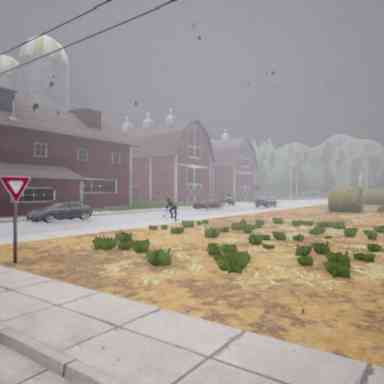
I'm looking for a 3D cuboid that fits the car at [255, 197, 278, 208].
[{"bbox_3d":[10.731,1.472,47.778,1.837,1.490,4.892,0,0,35],"label":"car"}]

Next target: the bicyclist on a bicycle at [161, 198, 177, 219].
[{"bbox_3d":[-1.526,1.270,23.349,1.656,1.620,0.582,0,0,35],"label":"bicyclist on a bicycle"}]

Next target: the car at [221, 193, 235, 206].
[{"bbox_3d":[5.707,1.110,54.123,1.905,1.878,3.866,6,1,-8],"label":"car"}]

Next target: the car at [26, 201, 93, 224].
[{"bbox_3d":[-9.697,1.472,24.685,1.837,1.490,4.892,0,0,35],"label":"car"}]

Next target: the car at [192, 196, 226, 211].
[{"bbox_3d":[1.997,1.568,41.545,1.895,1.301,4.718,0,0,35],"label":"car"}]
